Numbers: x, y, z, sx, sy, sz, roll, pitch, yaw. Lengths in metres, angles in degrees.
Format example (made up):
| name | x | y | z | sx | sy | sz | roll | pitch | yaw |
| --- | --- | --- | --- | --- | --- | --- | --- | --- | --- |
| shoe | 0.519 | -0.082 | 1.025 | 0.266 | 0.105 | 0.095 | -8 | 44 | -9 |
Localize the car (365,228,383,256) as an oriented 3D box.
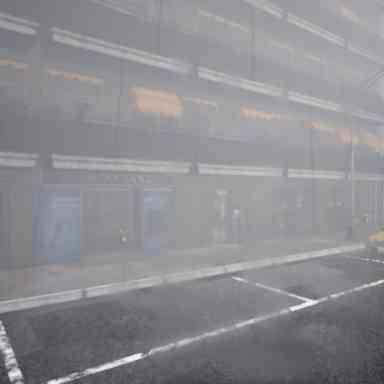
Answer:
| name | x | y | z | sx | sy | sz | roll | pitch | yaw |
| --- | --- | --- | --- | --- | --- | --- | --- | --- | --- |
| car | 8.347 | 1.630 | 12.530 | 4.829 | 1.417 | 1.752 | 1 | -1 | -36 |
